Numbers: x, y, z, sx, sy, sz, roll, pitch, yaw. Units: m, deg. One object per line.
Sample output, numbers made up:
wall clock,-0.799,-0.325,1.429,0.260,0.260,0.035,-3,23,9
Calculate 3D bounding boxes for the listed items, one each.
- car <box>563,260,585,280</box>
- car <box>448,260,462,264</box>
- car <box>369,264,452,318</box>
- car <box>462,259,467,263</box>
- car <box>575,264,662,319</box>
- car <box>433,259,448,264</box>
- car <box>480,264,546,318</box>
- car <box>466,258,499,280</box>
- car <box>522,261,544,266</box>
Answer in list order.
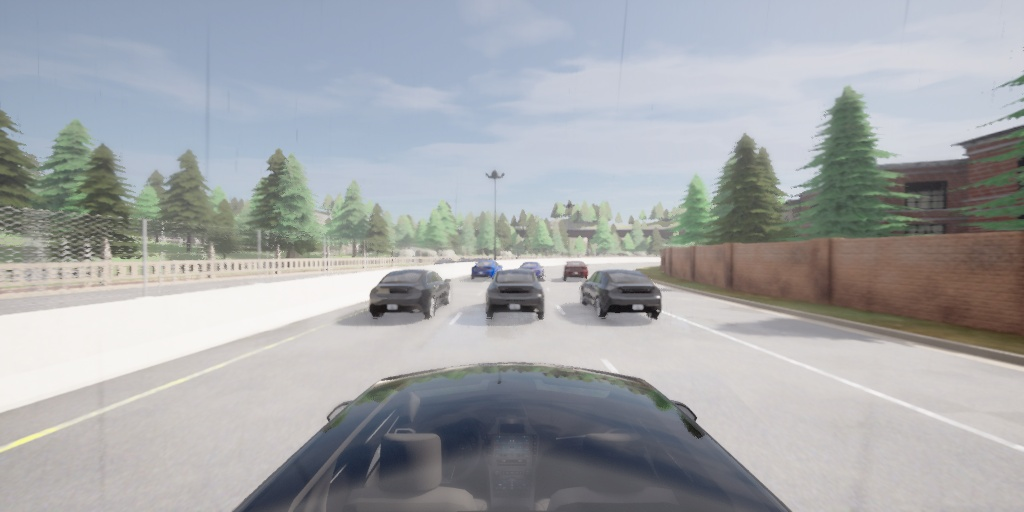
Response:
car,5.153,1.093,28.944,1.882,1.535,5.008,0,0,10
car,-6.829,1.069,51.224,1.994,1.385,4.181,0,0,21
car,-3.373,1.200,12.642,1.837,1.490,4.892,0,0,1
car,-4.413,1.025,47.680,1.837,1.490,4.892,0,1,20
car,3.626,1.201,12.625,1.837,1.490,4.892,0,0,1
car,-9.919,1.059,52.955,1.994,1.385,4.181,0,0,22
car,0.126,1.200,12.678,1.837,1.490,4.892,0,0,1
car,-1.908,1.092,29.130,1.882,1.535,5.008,0,0,10
car,1.526,1.143,28.480,1.812,1.442,4.674,0,0,10
